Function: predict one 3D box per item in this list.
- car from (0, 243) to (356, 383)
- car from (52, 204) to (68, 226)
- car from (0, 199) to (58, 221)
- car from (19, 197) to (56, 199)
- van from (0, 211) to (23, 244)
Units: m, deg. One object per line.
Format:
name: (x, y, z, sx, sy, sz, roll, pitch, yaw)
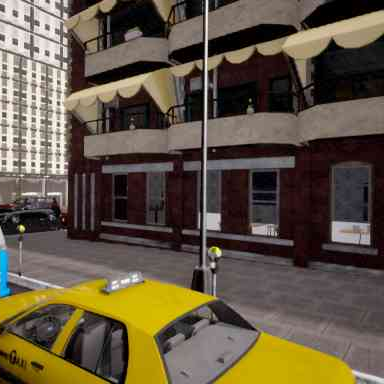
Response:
car: (-0.902, 1.525, 3.508, 4.829, 1.417, 1.752, 0, 1, 36)
car: (-6.970, 1.685, 23.207, 1.887, 1.381, 4.507, 1, 0, 36)
car: (-12.478, 1.544, 25.451, 2.128, 1.511, 4.902, 1, 0, 36)
car: (-13.757, 1.339, 28.117, 2.192, 1.841, 5.009, 1, 0, 36)
van: (-5.324, 1.339, 6.662, 3.998, 1.788, 1.690, 0, 1, 36)
